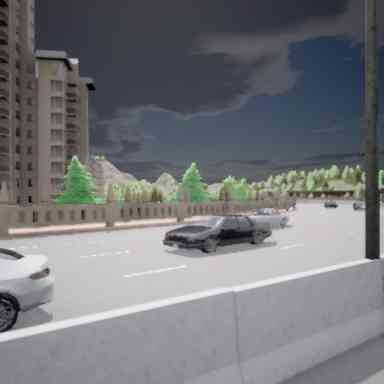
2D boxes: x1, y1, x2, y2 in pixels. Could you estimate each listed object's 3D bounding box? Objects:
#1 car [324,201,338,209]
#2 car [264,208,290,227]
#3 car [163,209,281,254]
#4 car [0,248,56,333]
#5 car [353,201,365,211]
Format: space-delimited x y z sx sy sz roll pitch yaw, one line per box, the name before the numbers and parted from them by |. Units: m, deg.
car | 24.302 2.233 58.143 2.033 1.411 5.357 0 -1 16
car | 4.776 1.804 22.686 1.895 1.301 4.718 0 -1 42
car | 1.337 1.662 14.319 5.357 1.411 2.033 1 -1 -42
car | -4.625 1.555 5.138 4.674 1.442 1.812 0 0 -36
car | 24.987 2.052 49.140 2.128 1.511 4.902 0 -1 21
